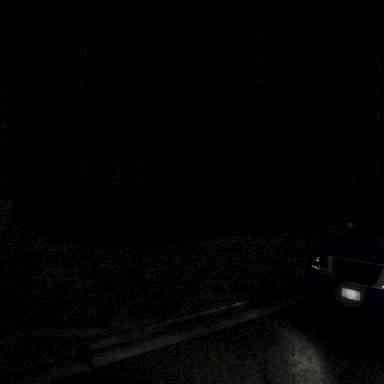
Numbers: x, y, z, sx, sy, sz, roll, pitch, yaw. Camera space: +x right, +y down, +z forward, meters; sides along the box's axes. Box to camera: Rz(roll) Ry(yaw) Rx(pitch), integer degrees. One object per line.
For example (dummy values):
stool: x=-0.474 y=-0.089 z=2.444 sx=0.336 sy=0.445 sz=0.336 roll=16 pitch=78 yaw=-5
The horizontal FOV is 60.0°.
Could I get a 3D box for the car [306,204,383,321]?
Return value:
car: x=4.700 y=1.223 z=6.731 sx=5.566 sy=2.045 sz=2.150 roll=0 pitch=0 yaw=-36
